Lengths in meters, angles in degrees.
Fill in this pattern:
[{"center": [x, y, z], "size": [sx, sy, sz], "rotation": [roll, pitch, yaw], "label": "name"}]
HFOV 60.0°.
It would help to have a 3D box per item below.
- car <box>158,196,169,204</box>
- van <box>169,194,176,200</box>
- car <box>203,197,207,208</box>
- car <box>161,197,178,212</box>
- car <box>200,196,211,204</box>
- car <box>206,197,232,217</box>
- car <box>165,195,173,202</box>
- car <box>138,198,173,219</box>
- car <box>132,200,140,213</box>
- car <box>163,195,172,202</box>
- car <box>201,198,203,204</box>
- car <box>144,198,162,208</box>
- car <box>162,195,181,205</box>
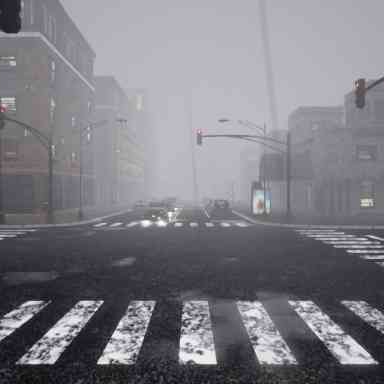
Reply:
[{"center": [-5.657, 1.565, 65.843], "size": [1.752, 1.417, 4.829], "rotation": [0, 0, 0], "label": "car"}, {"center": [-5.642, 1.430, 94.496], "size": [1.690, 1.788, 3.998], "rotation": [-1, 0, 0], "label": "van"}, {"center": [2.710, 1.597, 43.233], "size": [1.802, 1.307, 4.206], "rotation": [0, 0, 0], "label": "car"}, {"center": [-3.079, 1.576, 39.276], "size": [1.994, 1.385, 4.181], "rotation": [0, 0, -1], "label": "car"}, {"center": [2.724, 1.591, 66.020], "size": [2.008, 1.369, 4.403], "rotation": [-1, 0, 0], "label": "car"}, {"center": [2.703, 1.446, 31.839], "size": [1.967, 1.590, 4.097], "rotation": [0, 0, 0], "label": "car"}, {"center": [-5.647, 1.592, 82.932], "size": [1.752, 1.417, 4.829], "rotation": [-1, 0, 0], "label": "car"}, {"center": [-3.084, 1.552, 29.275], "size": [2.033, 1.411, 5.357], "rotation": [0, 0, 0], "label": "car"}, {"center": [-5.674, 1.561, 37.529], "size": [2.008, 1.369, 4.403], "rotation": [0, 0, 0], "label": "car"}, {"center": [-5.652, 1.497, 77.405], "size": [1.967, 1.590, 4.097], "rotation": [0, 0, 0], "label": "car"}, {"center": [2.714, 1.571, 48.930], "size": [2.008, 1.369, 4.403], "rotation": [0, 0, 0], "label": "car"}, {"center": [-5.667, 1.571, 48.923], "size": [2.008, 1.369, 4.403], "rotation": [0, 0, 0], "label": "car"}, {"center": [-3.062, 1.527, 48.996], "size": [1.837, 1.490, 4.892], "rotation": [0, 0, 0], "label": "car"}]
